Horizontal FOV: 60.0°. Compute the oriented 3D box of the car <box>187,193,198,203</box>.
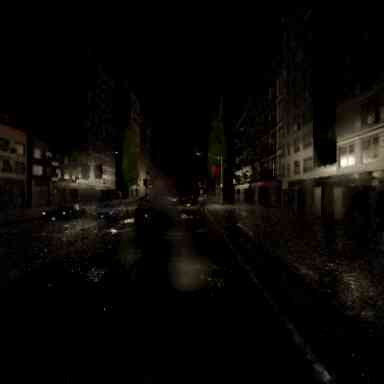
[{"bbox_3d":[0.049,1.165,69.675,2.150,2.045,5.566,0,0,0],"label":"car"}]

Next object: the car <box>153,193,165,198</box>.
[{"bbox_3d":[-6.454,1.157,66.984,2.150,2.045,5.566,0,0,0],"label":"car"}]

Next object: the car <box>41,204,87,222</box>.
[{"bbox_3d":[-9.830,1.586,25.848,1.895,1.301,4.718,0,0,0],"label":"car"}]

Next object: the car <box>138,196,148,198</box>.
[{"bbox_3d":[-9.705,1.492,66.602,1.994,1.385,4.181,0,0,0],"label":"car"}]

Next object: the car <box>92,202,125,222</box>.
[{"bbox_3d":[-6.578,1.511,26.671,1.812,1.442,4.674,0,0,0],"label":"car"}]

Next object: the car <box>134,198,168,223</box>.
[{"bbox_3d":[-3.133,1.463,25.310,1.882,1.535,5.008,0,0,0],"label":"car"}]

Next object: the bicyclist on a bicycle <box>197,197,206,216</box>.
[{"bbox_3d":[0.889,1.418,30.496,0.866,1.612,1.509,0,0,0],"label":"bicyclist on a bicycle"}]

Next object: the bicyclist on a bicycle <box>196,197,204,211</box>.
[{"bbox_3d":[0.951,1.410,39.603,0.866,1.612,1.509,0,0,0],"label":"bicyclist on a bicycle"}]

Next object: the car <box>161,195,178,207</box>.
[{"bbox_3d":[-3.115,1.565,49.444,1.895,1.301,4.718,0,0,0],"label":"car"}]
